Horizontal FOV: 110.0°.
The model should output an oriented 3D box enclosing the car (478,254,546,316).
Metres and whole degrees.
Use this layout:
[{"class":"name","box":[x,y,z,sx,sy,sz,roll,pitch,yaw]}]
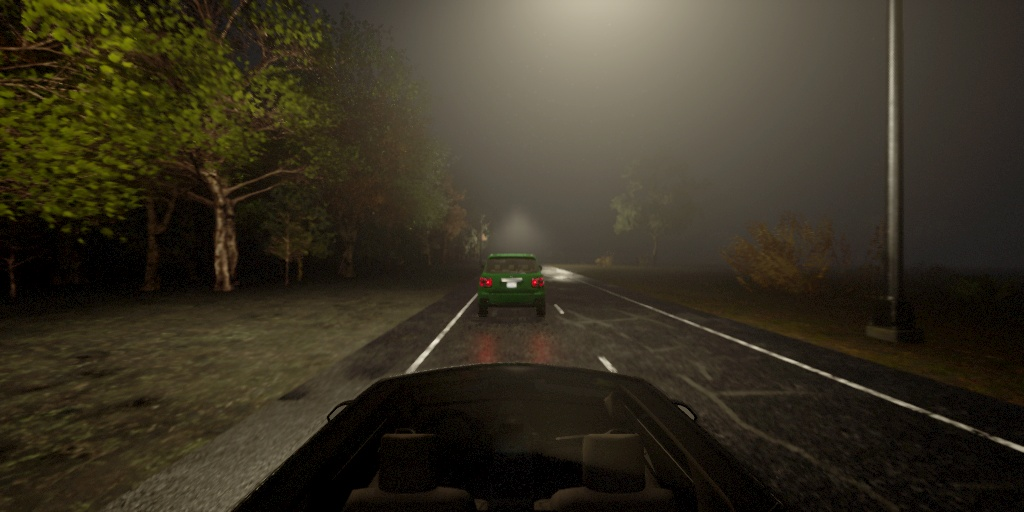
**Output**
[{"class":"car","box":[-0.010,0.936,13.231,2.150,2.045,5.566,0,0,0]}]
